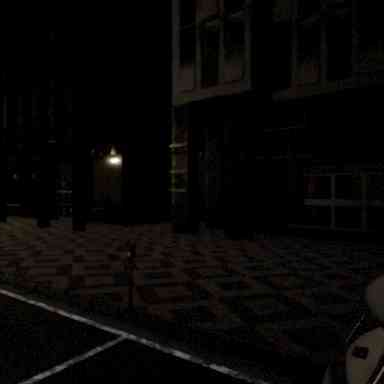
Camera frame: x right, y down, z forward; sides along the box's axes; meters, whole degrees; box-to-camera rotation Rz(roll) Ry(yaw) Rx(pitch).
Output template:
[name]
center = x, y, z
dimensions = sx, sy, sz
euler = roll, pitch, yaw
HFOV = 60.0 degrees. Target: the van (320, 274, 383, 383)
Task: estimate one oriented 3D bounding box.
[van]
center = 2.458, 1.341, 1.091
dimensions = 3.998, 1.788, 1.690
euler = 0, 0, 36
